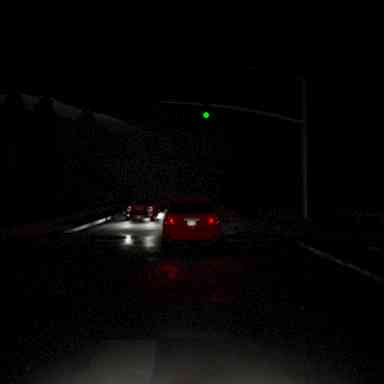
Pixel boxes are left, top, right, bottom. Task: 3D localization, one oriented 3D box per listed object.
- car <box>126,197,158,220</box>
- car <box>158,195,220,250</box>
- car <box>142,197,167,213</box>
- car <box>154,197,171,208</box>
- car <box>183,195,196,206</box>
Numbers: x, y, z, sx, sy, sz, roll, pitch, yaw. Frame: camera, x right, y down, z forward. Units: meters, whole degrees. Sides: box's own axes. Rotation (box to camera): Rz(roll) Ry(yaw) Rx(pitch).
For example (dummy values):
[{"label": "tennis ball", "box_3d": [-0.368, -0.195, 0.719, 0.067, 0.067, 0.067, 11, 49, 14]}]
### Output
[{"label": "car", "box_3d": [-3.841, 1.227, 26.265, 2.097, 1.767, 4.553, 0, 0, 0]}, {"label": "car", "box_3d": [-0.038, 1.161, 14.202, 2.150, 2.045, 5.566, 0, 0, -1]}, {"label": "car", "box_3d": [-3.923, 1.325, 35.761, 2.128, 1.511, 4.902, 0, 0, 0]}, {"label": "car", "box_3d": [-3.976, 1.355, 45.646, 1.994, 1.385, 4.181, 0, 0, 0]}, {"label": "car", "box_3d": [-0.382, 1.277, 52.034, 1.837, 1.490, 4.892, 0, 0, -1]}]
